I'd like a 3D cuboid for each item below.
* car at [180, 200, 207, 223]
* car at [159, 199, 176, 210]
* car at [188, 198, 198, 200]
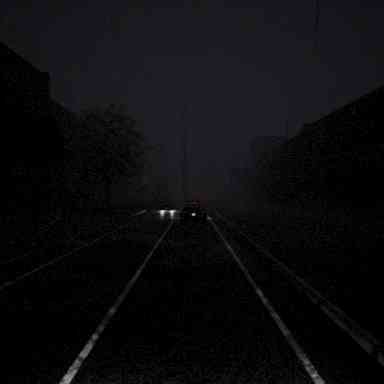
[{"bbox_3d":[0.114,1.592,25.918,1.994,1.385,4.181,0,0,0],"label":"car"},{"bbox_3d":[-3.071,1.576,42.854,2.033,1.411,5.357,0,0,0],"label":"car"},{"bbox_3d":[0.123,1.536,42.325,1.837,1.490,4.892,0,0,0],"label":"car"}]
